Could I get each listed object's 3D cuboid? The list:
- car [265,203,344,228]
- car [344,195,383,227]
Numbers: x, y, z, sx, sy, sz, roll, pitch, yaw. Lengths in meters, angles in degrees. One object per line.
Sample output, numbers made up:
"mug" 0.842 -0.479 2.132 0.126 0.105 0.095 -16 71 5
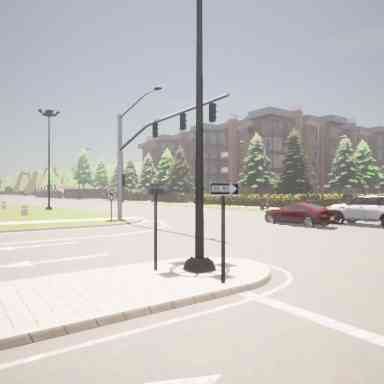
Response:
"car" 7.156 1.477 22.404 1.882 1.535 5.008 0 0 -36
"car" 11.802 1.221 21.960 2.150 2.045 5.566 0 0 -36
